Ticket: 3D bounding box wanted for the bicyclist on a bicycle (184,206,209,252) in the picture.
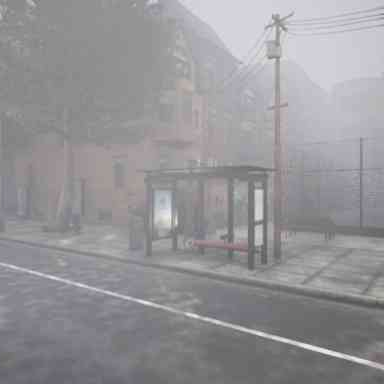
[{"bbox_3d":[0.231,1.326,11.914,0.582,1.620,1.656,0,-4,36],"label":"bicyclist on a bicycle"}]
